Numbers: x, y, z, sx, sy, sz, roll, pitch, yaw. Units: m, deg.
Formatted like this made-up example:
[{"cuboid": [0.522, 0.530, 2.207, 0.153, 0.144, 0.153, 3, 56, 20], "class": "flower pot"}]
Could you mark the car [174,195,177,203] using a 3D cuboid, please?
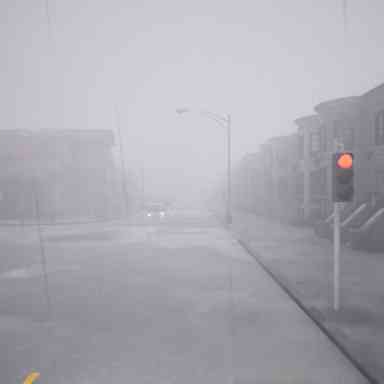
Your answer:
[{"cuboid": [-4.082, 1.358, 66.914, 2.097, 1.767, 4.553, 0, 0, 0], "class": "car"}]

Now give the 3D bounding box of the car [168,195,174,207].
[{"cuboid": [-4.160, 1.505, 50.868, 1.837, 1.490, 4.892, 0, 0, 0], "class": "car"}]

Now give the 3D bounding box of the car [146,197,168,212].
[{"cuboid": [-4.159, 1.526, 39.455, 1.812, 1.442, 4.674, 0, 0, -1], "class": "car"}]
